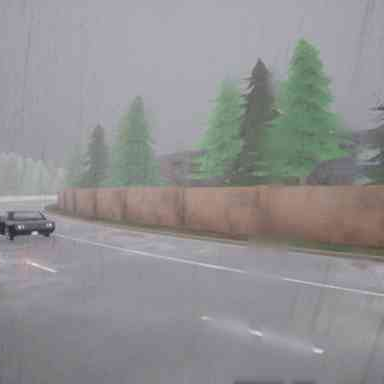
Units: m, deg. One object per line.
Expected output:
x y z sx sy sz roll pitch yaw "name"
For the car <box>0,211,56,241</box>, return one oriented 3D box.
-8.707 1.593 16.854 1.895 1.301 4.718 0 0 -43 "car"
